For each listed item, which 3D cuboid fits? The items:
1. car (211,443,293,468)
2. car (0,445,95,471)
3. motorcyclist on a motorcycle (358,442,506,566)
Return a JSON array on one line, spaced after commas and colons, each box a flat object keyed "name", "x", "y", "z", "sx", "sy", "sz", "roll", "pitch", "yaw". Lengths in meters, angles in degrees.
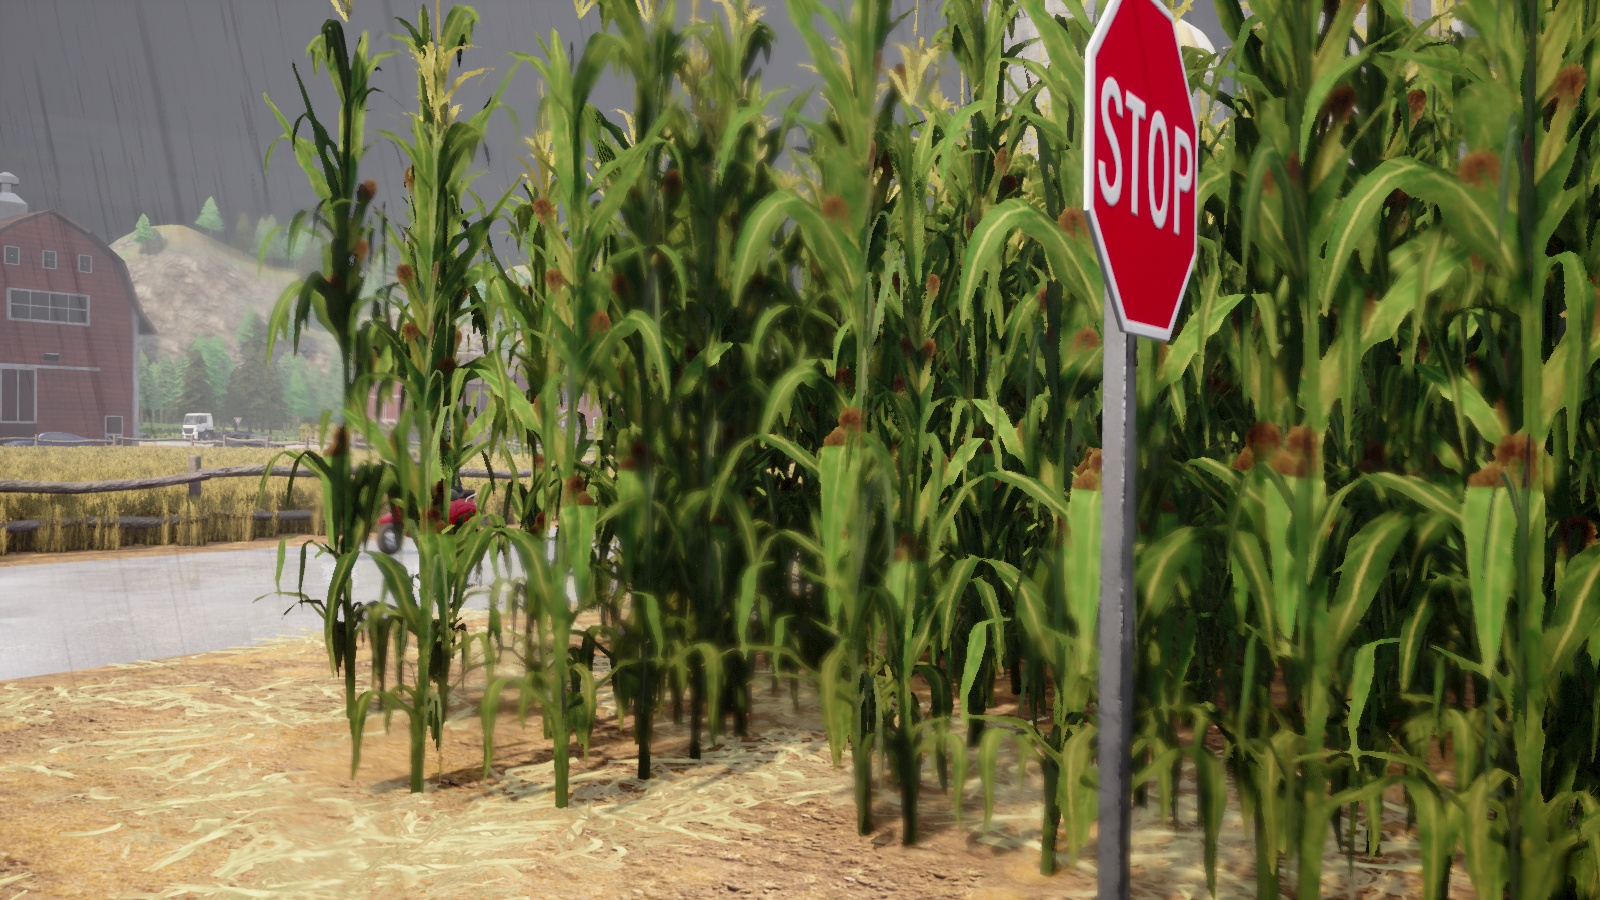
[{"name": "car", "x": -32.987, "y": 0.320, "z": 75.589, "sx": 4.193, "sy": 1.474, "sz": 1.816, "roll": 0, "pitch": 1, "yaw": 9}, {"name": "car", "x": -44.926, "y": 0.460, "z": 74.943, "sx": 1.812, "sy": 1.442, "sz": 4.674, "roll": 0, "pitch": 1, "yaw": 45}, {"name": "motorcyclist on a motorcycle", "x": -5.014, "y": 0.695, "z": 17.219, "sx": 0.866, "sy": 1.590, "sz": 1.817, "roll": 0, "pitch": 1, "yaw": 33}]
